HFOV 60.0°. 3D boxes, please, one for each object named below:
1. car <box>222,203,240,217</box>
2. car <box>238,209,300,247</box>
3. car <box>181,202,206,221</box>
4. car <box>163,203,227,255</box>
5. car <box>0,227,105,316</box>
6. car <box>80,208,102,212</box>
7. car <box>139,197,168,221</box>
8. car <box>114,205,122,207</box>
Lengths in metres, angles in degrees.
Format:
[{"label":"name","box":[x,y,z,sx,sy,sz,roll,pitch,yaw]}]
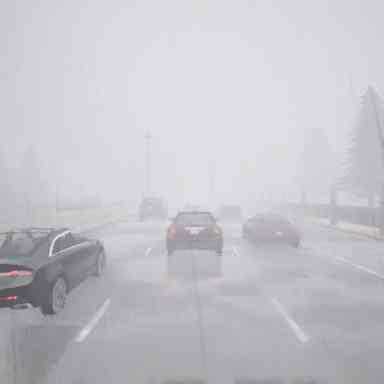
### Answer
[{"label":"car","box":[3.598,1.764,32.600,1.882,1.535,5.008,0,-1,0]},{"label":"car","box":[3.598,1.703,15.745,1.994,1.385,4.181,0,-1,0]},{"label":"car","box":[0.097,1.765,31.020,2.128,1.511,4.902,0,-1,0]},{"label":"car","box":[0.099,1.477,14.052,2.097,1.767,4.553,0,0,0]},{"label":"car","box":[-3.402,1.560,7.659,2.128,1.511,4.902,0,0,0]},{"label":"car","box":[-14.084,1.627,46.107,2.150,2.045,5.566,0,0,0]},{"label":"car","box":[-3.403,1.487,30.167,2.150,2.045,5.566,0,-1,0]},{"label":"car","box":[-10.580,1.929,48.049,1.837,1.490,4.892,0,-1,0]}]
